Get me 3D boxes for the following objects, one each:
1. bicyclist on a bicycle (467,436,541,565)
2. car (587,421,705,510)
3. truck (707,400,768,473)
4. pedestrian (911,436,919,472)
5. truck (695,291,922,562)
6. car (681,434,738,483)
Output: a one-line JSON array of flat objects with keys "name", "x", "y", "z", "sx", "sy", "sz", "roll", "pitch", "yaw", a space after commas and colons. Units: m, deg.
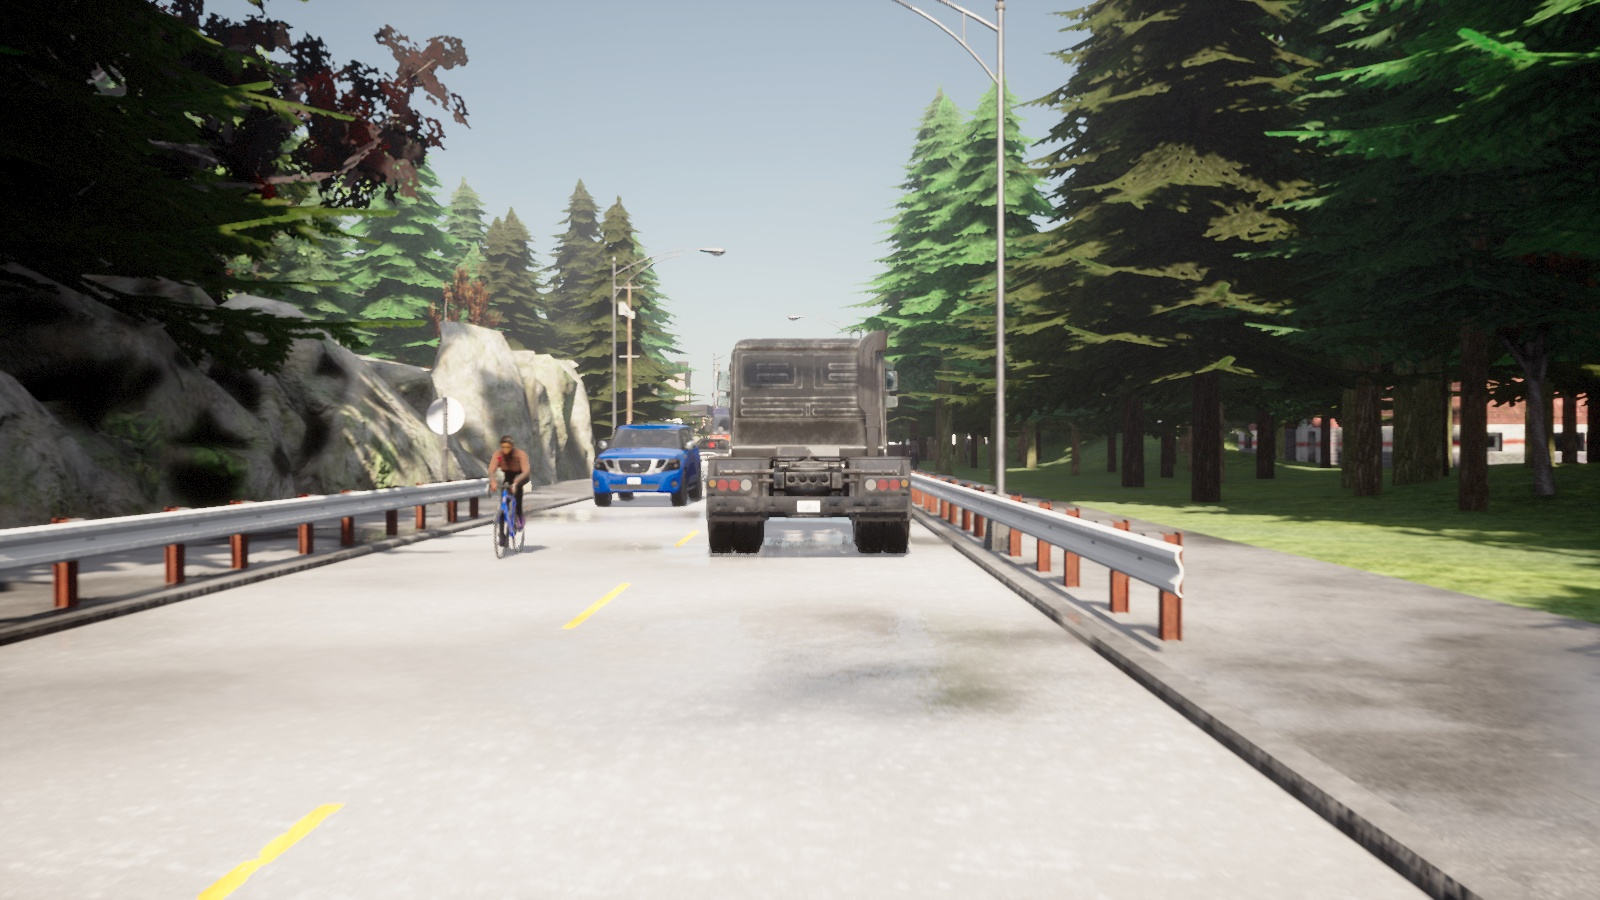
[{"name": "bicyclist on a bicycle", "x": -3.891, "y": 0.626, "z": 16.615, "sx": 0.582, "sy": 1.620, "sz": 1.656, "roll": 0, "pitch": 0, "yaw": 0}, {"name": "car", "x": -3.776, "y": 0.323, "z": 31.785, "sx": 2.150, "sy": 2.045, "sz": 5.566, "roll": 0, "pitch": 1, "yaw": 2}, {"name": "truck", "x": -3.392, "y": -0.720, "z": 70.476, "sx": 2.891, "sy": 3.827, "sz": 8.468, "roll": 0, "pitch": 0, "yaw": 1}, {"name": "pedestrian", "x": 5.745, "y": 0.194, "z": 62.768, "sx": 0.328, "sy": 1.805, "sz": 0.869, "roll": 0, "pitch": 0, "yaw": 3}, {"name": "truck", "x": 0.129, "y": -0.320, "z": 20.013, "sx": 2.891, "sy": 3.462, "sz": 7.936, "roll": 0, "pitch": 0, "yaw": 0}, {"name": "car", "x": -3.588, "y": 0.347, "z": 50.760, "sx": 1.932, "sy": 1.855, "sz": 4.605, "roll": 0, "pitch": 0, "yaw": 1}]
